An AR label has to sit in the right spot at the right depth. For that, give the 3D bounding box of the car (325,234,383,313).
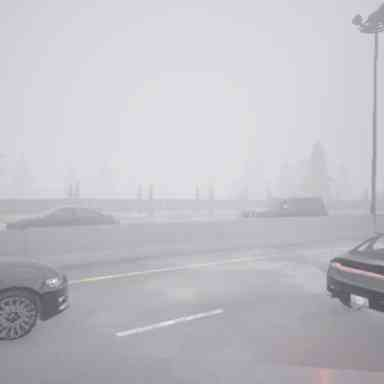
[{"bbox_3d":[4.761,1.528,6.507,4.902,1.511,2.128,1,0,-30],"label":"car"}]

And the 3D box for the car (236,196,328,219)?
[{"bbox_3d":[5.217,1.276,18.904,5.566,2.045,2.150,1,0,-26],"label":"car"}]

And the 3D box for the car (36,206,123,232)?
[{"bbox_3d":[-6.786,1.538,20.232,4.718,1.301,1.895,1,0,-31],"label":"car"}]

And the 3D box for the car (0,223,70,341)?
[{"bbox_3d":[-4.367,1.448,4.794,4.902,1.511,2.128,0,0,-36],"label":"car"}]

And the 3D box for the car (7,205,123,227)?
[{"bbox_3d":[-6.289,1.417,16.377,5.008,1.535,1.882,1,0,-32],"label":"car"}]
